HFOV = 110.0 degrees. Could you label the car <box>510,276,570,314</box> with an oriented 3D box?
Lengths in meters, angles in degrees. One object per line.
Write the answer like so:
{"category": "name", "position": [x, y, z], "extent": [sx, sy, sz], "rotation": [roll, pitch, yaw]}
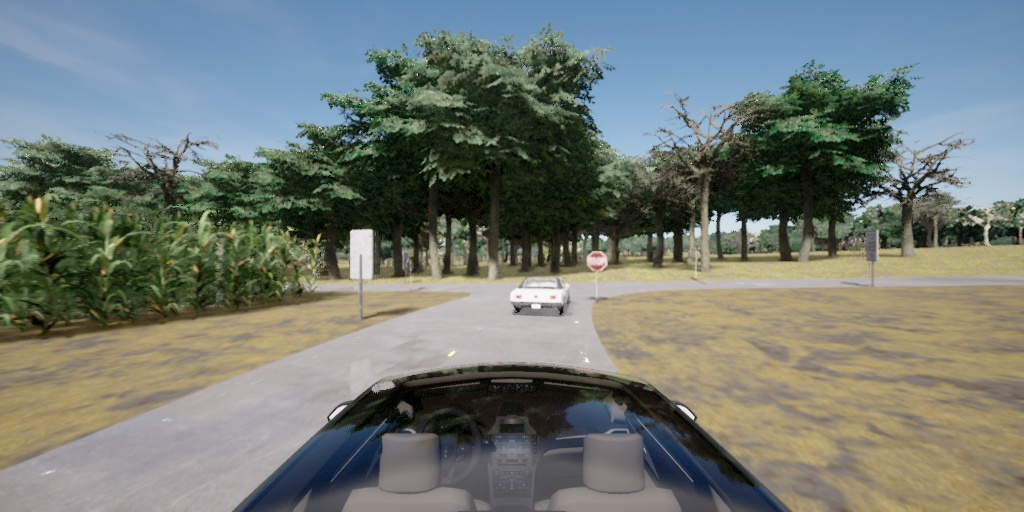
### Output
{"category": "car", "position": [1.314, 1.475, 14.567], "extent": [1.895, 1.301, 4.718], "rotation": [0, -1, 13]}
